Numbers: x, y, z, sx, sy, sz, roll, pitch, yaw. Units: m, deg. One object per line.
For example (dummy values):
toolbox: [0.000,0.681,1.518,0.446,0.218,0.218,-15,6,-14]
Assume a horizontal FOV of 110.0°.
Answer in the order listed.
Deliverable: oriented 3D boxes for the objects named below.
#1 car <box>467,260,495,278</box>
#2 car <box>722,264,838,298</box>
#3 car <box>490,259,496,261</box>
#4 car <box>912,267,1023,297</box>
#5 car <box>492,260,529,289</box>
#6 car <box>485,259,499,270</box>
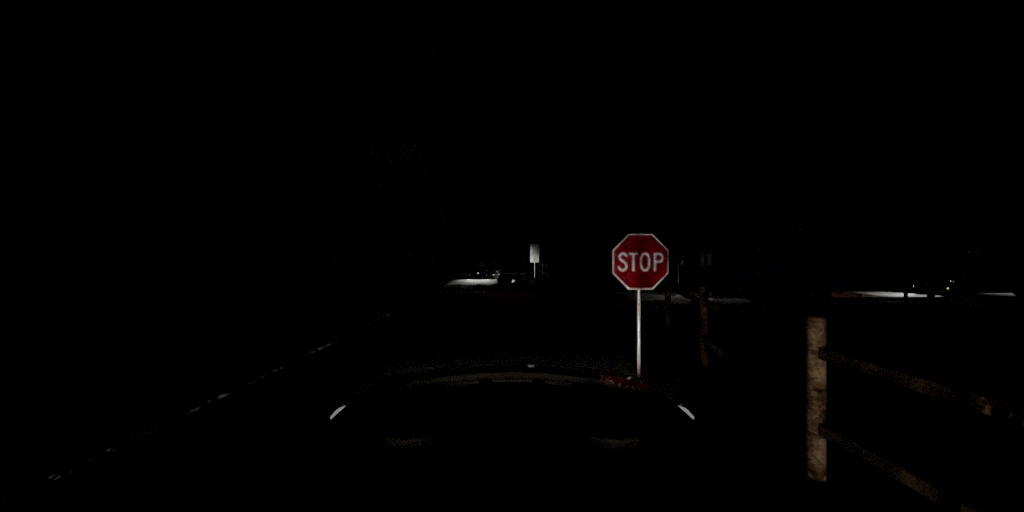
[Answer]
car: [-2.872,1.290,32.538,1.994,1.385,4.181,0,0,1]
car: [12.972,1.171,17.531,5.008,1.535,1.882,0,0,-2]
car: [-2.879,1.217,41.399,1.837,1.490,4.892,0,0,0]
car: [22.627,1.217,17.735,4.181,1.385,1.994,0,0,0]
car: [0.076,1.229,23.066,2.128,1.511,4.902,0,0,0]
car: [-2.877,1.217,51.628,1.812,1.442,4.674,0,0,0]
